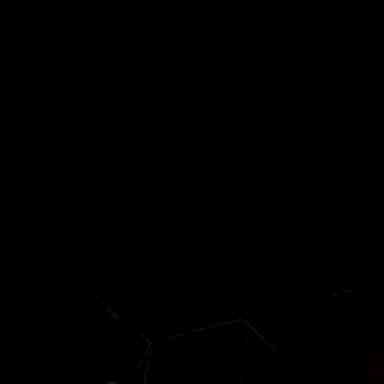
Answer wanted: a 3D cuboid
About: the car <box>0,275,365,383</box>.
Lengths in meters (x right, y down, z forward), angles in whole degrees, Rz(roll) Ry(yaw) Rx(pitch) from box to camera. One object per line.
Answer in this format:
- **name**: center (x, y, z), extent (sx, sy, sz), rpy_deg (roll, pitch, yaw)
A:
- **car**: center (-0.567, 1.598, 2.930), extent (4.718, 1.301, 1.895), rpy_deg (0, 0, -35)
